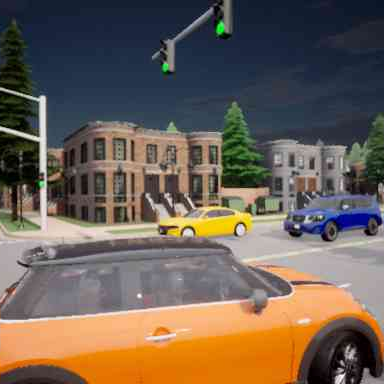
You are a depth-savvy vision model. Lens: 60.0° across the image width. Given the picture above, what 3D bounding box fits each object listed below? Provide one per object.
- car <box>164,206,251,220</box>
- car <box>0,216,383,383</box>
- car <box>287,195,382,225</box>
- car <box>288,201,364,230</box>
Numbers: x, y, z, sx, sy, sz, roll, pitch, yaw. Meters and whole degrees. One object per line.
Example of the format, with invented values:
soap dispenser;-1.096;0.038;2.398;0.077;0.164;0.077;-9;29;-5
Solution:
car;0.702;1.486;16.494;5.008;1.535;1.882;-1;0;-32
car;-0.048;1.357;4.069;4.553;1.767;2.097;-1;0;-17
car;7.026;1.165;16.339;5.566;2.045;2.150;-1;0;-32
car;8.712;1.423;21.511;4.902;1.511;2.128;-1;0;-32
